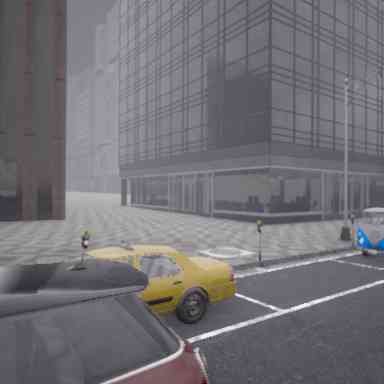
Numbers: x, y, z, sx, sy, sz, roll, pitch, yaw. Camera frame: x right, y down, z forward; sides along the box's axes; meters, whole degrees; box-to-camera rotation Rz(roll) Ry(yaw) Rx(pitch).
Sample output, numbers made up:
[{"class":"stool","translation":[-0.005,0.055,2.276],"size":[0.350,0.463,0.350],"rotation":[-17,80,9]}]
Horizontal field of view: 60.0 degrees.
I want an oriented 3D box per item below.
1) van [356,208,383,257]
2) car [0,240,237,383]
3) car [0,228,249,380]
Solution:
[{"class":"van","translation":[7.597,1.446,12.062],"size":[3.998,1.788,1.690],"rotation":[1,0,-35]},{"class":"car","translation":[-2.030,1.347,1.810],"size":[4.553,1.767,2.097],"rotation":[1,0,-35]},{"class":"car","translation":[-1.399,1.541,5.652],"size":[4.829,1.417,1.752],"rotation":[1,0,-35]}]
